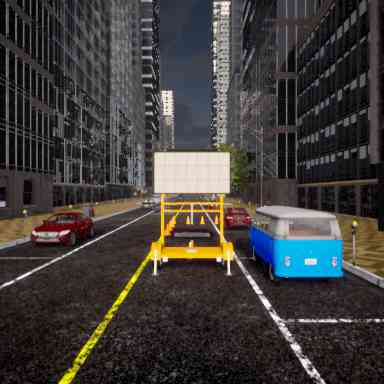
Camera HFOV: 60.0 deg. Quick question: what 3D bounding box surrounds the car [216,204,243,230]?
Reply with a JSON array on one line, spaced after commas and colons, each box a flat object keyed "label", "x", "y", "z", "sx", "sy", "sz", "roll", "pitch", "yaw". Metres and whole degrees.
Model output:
[{"label": "car", "x": 2.696, "y": 1.581, "z": 20.769, "sx": 1.802, "sy": 1.307, "sz": 4.206, "roll": 0, "pitch": 0, "yaw": 0}]

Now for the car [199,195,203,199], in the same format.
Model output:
[{"label": "car", "x": 2.706, "y": 1.538, "z": 54.924, "sx": 2.008, "sy": 1.369, "sz": 4.403, "roll": 0, "pitch": 0, "yaw": 0}]

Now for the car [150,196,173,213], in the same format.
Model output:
[{"label": "car", "x": -3.090, "y": 1.546, "z": 37.393, "sx": 2.033, "sy": 1.411, "sz": 5.357, "roll": 0, "pitch": 0, "yaw": 0}]

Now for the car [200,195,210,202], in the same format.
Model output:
[{"label": "car", "x": 2.711, "y": 1.401, "z": 72.001, "sx": 1.967, "sy": 1.590, "sz": 4.097, "roll": 0, "pitch": 0, "yaw": 0}]

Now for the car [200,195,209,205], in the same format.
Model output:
[{"label": "car", "x": 2.705, "y": 1.544, "z": 49.232, "sx": 2.008, "sy": 1.369, "sz": 4.403, "roll": 0, "pitch": 0, "yaw": 0}]

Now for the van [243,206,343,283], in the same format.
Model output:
[{"label": "van", "x": 2.693, "y": 1.341, "z": 9.385, "sx": 1.690, "sy": 1.788, "sz": 3.998, "roll": 0, "pitch": 0, "yaw": 0}]

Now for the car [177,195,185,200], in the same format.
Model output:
[{"label": "car", "x": -2.975, "y": 1.455, "z": 90.356, "sx": 1.812, "sy": 1.442, "sz": 4.674, "roll": 0, "pitch": 0, "yaw": 0}]

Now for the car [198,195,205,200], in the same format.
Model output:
[{"label": "car", "x": 2.719, "y": 1.462, "z": 94.772, "sx": 1.887, "sy": 1.381, "sz": 4.507, "roll": 0, "pitch": 0, "yaw": 0}]

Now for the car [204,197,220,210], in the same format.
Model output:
[{"label": "car", "x": 2.701, "y": 1.581, "z": 37.847, "sx": 1.802, "sy": 1.307, "sz": 4.206, "roll": 0, "pitch": 0, "yaw": 0}]

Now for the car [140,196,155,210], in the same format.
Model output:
[{"label": "car", "x": -5.678, "y": 1.548, "z": 43.545, "sx": 2.008, "sy": 1.369, "sz": 4.403, "roll": 0, "pitch": 0, "yaw": 0}]

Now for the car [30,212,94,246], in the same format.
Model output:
[{"label": "car", "x": -5.686, "y": 1.581, "z": 15.082, "sx": 1.802, "sy": 1.307, "sz": 4.206, "roll": 0, "pitch": 0, "yaw": 0}]

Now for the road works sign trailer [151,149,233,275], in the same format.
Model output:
[{"label": "road works sign trailer", "x": 0.003, "y": 0.464, "z": 10.405, "sx": 2.380, "sy": 3.560, "sz": 2.880, "roll": 0, "pitch": 0, "yaw": 0}]

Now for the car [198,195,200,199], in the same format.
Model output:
[{"label": "car", "x": 2.710, "y": 1.410, "z": 66.309, "sx": 1.967, "sy": 1.590, "sz": 4.097, "roll": 0, "pitch": 0, "yaw": 0}]
